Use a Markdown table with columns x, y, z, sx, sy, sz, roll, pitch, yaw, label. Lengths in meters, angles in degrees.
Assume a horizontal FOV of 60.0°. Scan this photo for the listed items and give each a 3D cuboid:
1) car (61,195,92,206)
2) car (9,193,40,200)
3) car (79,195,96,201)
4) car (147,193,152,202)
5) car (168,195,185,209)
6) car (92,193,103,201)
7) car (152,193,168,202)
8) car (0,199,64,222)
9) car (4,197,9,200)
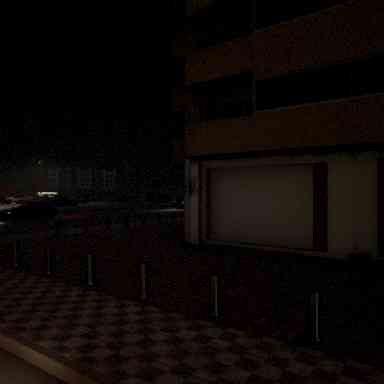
| x | y | z | sx | sy | sz | roll | pitch | yaw | label |
| --- | --- | --- | --- | --- | --- | --- | --- | --- | --- |
| -20.214 | 1.447 | 58.202 | 1.970 | 1.475 | 3.806 | 0 | 0 | 35 | car |
| -34.062 | 1.204 | 67.886 | 1.932 | 1.855 | 4.605 | 0 | 0 | 35 | car |
| -26.319 | 1.445 | 83.883 | 1.970 | 1.475 | 3.806 | 0 | 0 | 35 | car |
| -7.919 | 1.208 | 70.901 | 1.905 | 1.878 | 3.866 | 0 | 0 | 35 | car |
| -0.736 | 1.405 | 45.688 | 2.097 | 1.767 | 4.553 | 0 | 0 | 35 | car |
| -23.961 | 1.206 | 82.202 | 1.905 | 1.878 | 3.866 | 0 | 0 | 35 | car |
| -5.587 | 1.205 | 69.185 | 1.932 | 1.855 | 4.605 | 0 | 0 | 35 | car |
| -13.439 | 1.580 | 27.597 | 1.812 | 1.442 | 4.674 | 0 | 1 | 35 | car |
| -36.389 | 1.414 | 69.611 | 1.784 | 1.438 | 3.905 | 0 | 0 | 35 | car |
